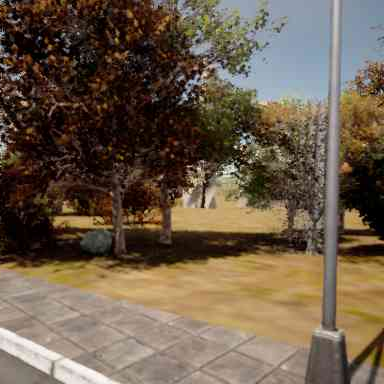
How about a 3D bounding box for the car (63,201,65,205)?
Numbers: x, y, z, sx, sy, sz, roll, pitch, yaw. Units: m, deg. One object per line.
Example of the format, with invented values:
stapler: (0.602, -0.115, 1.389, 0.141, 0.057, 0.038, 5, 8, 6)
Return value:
car: (-35.222, 2.897, 87.724, 5.008, 1.535, 2.097, 1, -3, 4)
